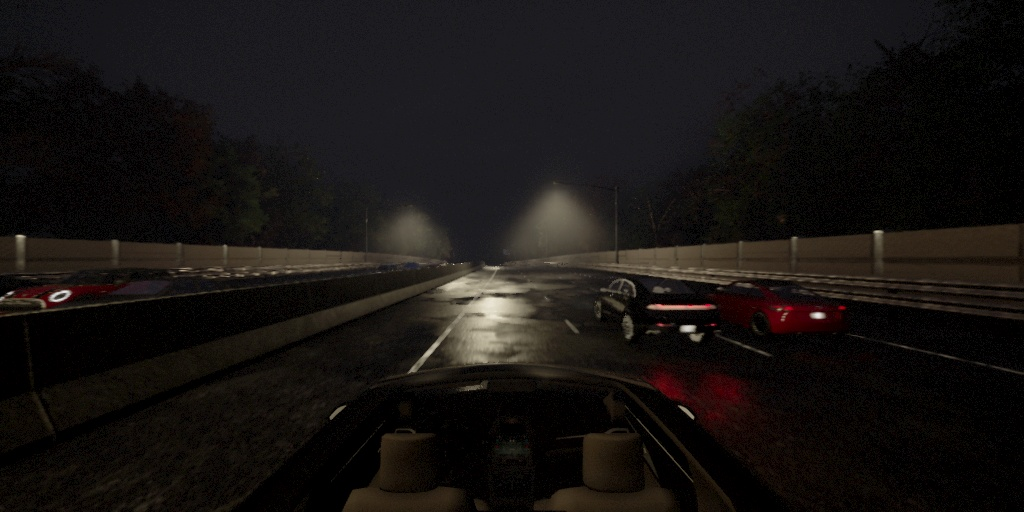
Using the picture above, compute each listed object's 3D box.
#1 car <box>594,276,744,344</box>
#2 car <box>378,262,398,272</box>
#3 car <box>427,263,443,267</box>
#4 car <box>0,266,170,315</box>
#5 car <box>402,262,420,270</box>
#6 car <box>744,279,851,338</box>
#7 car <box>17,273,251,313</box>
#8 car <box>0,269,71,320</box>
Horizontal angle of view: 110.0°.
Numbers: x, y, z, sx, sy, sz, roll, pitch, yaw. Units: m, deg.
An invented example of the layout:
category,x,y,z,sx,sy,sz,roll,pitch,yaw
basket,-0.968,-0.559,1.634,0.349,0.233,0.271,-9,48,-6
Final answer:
category,x,y,z,sx,sy,sz,roll,pitch,yaw
car,3.584,1.288,9.738,2.128,1.511,4.902,0,0,0
car,-18.211,1.641,52.818,1.994,1.385,4.181,1,0,-1
car,-11.212,1.650,52.533,1.994,1.385,4.181,0,0,-1
car,-14.123,1.188,12.454,2.097,1.767,4.553,0,0,0
car,-14.710,1.615,52.568,1.812,1.442,4.674,0,0,-1
car,7.082,1.360,10.313,1.994,1.385,4.181,0,0,0
car,-10.616,1.371,11.153,2.033,1.411,5.357,0,0,0
car,-17.591,1.273,11.000,1.882,1.535,5.008,3,0,0
